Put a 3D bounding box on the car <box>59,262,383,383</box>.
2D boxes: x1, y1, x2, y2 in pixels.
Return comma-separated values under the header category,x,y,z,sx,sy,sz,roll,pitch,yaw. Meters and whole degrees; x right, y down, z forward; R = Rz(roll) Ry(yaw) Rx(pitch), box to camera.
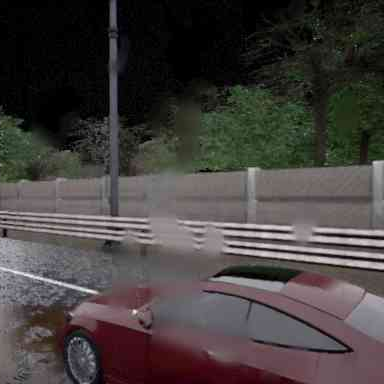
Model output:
category,x,y,z,sx,sy,sz,roll,pitch,yaw
car,0.510,1.539,3.629,4.674,1.442,1.812,-1,0,36
